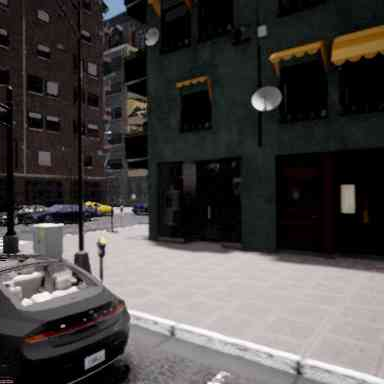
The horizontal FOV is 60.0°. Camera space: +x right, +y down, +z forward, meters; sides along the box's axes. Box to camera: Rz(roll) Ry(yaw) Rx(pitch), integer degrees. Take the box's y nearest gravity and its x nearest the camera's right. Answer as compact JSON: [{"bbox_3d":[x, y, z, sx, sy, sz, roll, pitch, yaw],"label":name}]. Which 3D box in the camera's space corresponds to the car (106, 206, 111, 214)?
[{"bbox_3d":[-9.293,1.559,29.341,1.752,1.417,4.829,0,1,35],"label":"car"}]

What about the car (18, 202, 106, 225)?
[{"bbox_3d":[-9.431,1.603,24.595,2.033,1.411,5.357,-1,0,39],"label":"car"}]

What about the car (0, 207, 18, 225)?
[{"bbox_3d":[-12.385,1.659,24.917,2.008,1.369,4.403,0,1,35],"label":"car"}]

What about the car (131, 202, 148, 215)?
[{"bbox_3d":[-3.762,1.521,32.749,1.895,1.301,4.718,-1,0,35],"label":"car"}]

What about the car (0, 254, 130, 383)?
[{"bbox_3d":[-2.836,1.615,4.899,4.403,1.369,2.008,-1,-1,36],"label":"car"}]
